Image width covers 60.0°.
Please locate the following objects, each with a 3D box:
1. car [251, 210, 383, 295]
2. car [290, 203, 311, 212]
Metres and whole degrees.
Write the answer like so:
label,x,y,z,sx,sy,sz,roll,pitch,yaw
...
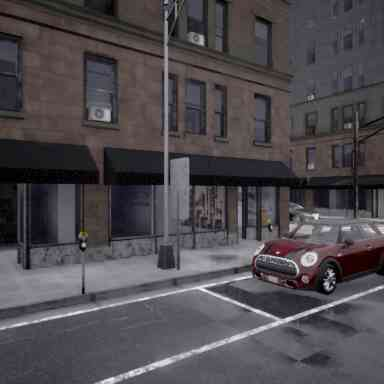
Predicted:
label,x,y,z,sx,sy,sz,roll,pitch,yaw
car,3.443,1.440,8.658,4.097,1.590,1.967,0,0,-36
car,7.045,1.537,24.612,2.128,1.511,4.902,0,0,-35
